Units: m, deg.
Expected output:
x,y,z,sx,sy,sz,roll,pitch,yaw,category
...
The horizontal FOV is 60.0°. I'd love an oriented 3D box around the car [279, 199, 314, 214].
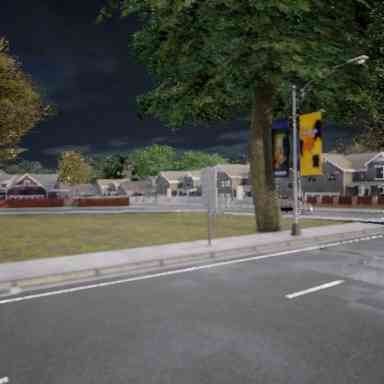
x,y,z,sx,sy,sz,roll,pitch,yaw,category
10.473,1.536,35.001,2.128,1.511,4.902,-2,0,-35,car
